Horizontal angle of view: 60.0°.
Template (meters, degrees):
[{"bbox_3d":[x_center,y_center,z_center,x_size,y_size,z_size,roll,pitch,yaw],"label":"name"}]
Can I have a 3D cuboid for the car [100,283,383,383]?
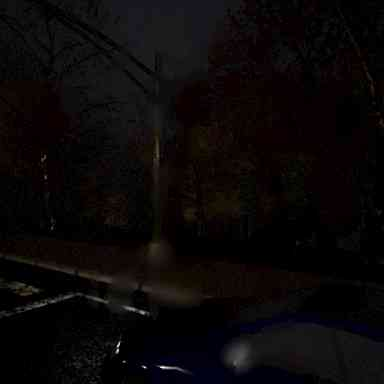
[{"bbox_3d":[1.135,1.564,2.873,4.181,1.385,1.994,0,0,35],"label":"car"}]
